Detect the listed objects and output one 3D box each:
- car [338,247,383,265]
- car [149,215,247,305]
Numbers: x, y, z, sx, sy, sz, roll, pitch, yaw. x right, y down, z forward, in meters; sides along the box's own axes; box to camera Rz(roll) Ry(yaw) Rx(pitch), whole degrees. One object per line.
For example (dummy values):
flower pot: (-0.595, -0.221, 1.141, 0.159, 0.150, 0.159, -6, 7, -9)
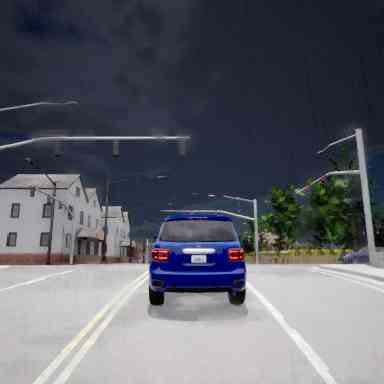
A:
car: (15.427, 5.660, 29.613, 4.553, 1.767, 2.097, 0, -12, 1)
car: (0.079, 1.762, 9.311, 2.150, 2.045, 5.566, 0, -7, -1)
